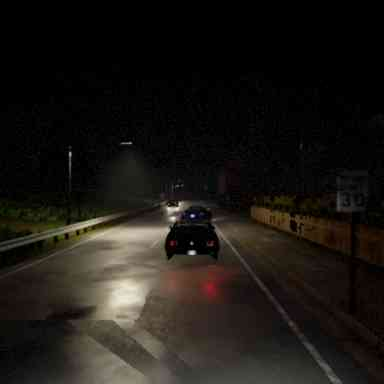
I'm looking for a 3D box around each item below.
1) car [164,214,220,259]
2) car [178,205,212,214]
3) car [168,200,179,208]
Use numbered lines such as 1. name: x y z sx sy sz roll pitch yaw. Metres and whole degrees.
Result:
1. car: 0.015 1.751 13.233 1.895 1.301 4.718 0 -1 0
2. car: 0.485 1.884 28.354 1.994 1.385 4.181 0 -1 13
3. car: -3.533 2.214 62.820 1.837 1.490 4.892 0 -1 0
